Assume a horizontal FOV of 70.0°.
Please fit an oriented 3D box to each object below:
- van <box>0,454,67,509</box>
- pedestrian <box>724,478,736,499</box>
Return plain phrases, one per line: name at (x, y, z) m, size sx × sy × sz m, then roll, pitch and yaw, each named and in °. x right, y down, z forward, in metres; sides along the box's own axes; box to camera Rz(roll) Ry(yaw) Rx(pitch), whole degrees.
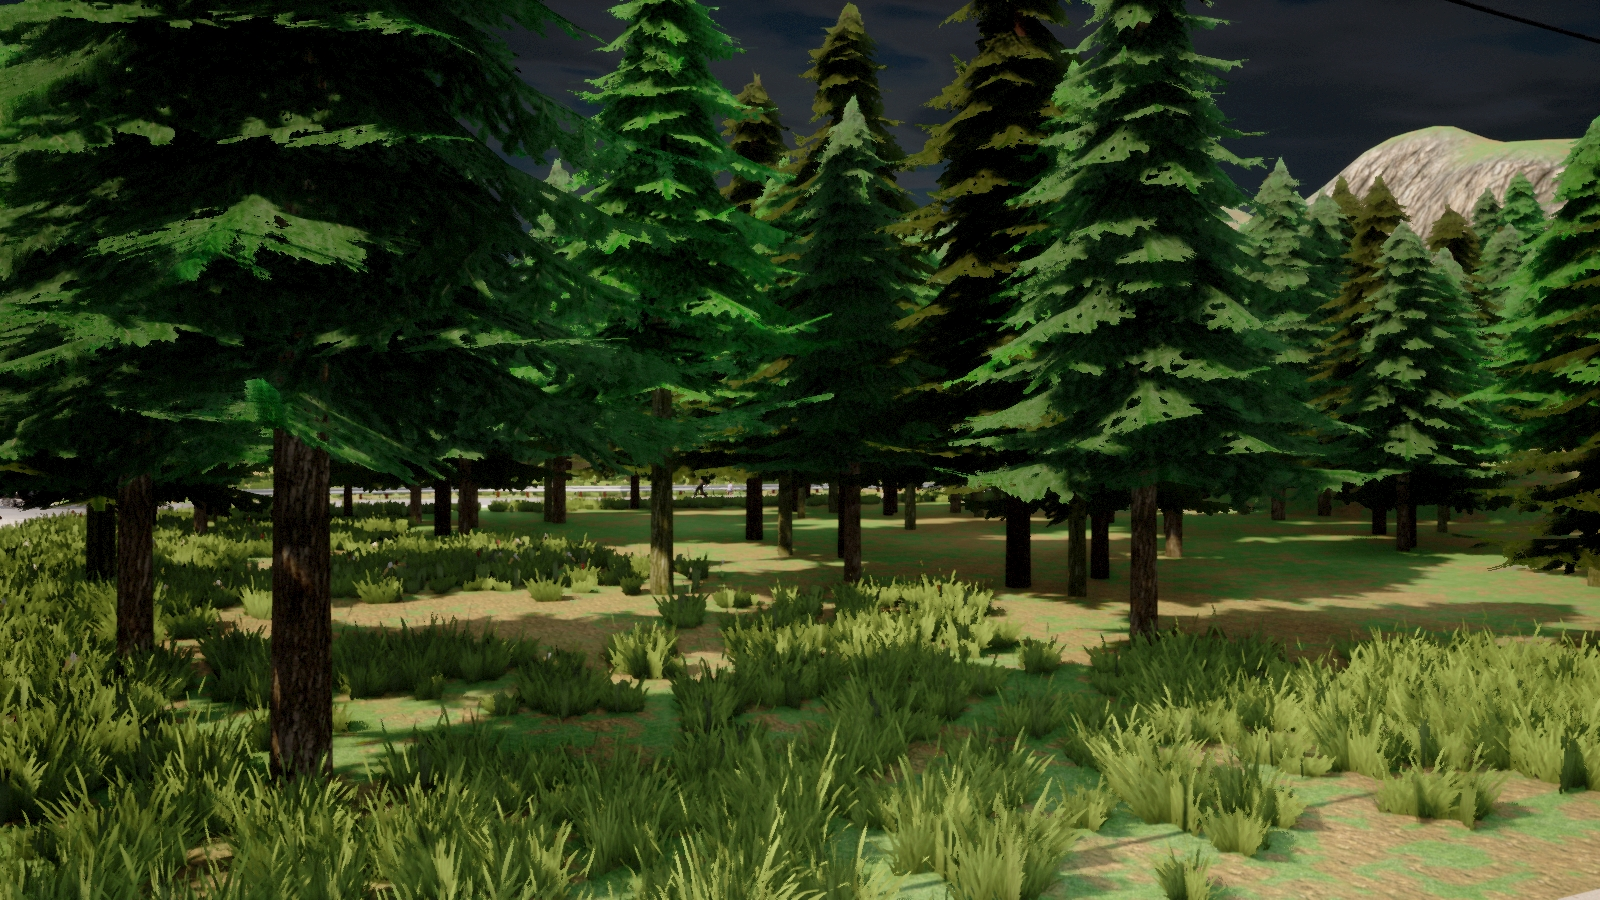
van at (-39.403, 1.523, 56.367) m, size 5.915 × 2.561 × 1.988 m, roll 0°, pitch 3°, yaw 17°
pedestrian at (-3.705, 2.050, 60.437) m, size 0.500 × 1.100 × 0.500 m, roll 0°, pitch 0°, yaw -32°
